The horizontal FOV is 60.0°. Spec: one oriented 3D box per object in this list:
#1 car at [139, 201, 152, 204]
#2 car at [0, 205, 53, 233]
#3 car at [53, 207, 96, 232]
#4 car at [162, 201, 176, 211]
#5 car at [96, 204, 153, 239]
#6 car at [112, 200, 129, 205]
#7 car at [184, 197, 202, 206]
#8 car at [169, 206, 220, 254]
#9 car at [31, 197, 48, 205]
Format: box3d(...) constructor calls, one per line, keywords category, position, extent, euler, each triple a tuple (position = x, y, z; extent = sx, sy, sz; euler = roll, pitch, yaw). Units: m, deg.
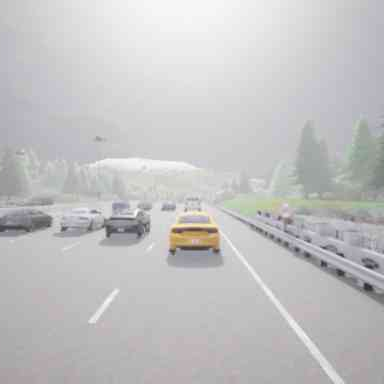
box3d(category="car", position=(-6.906, 2.031, 48.970), extent=(1.994, 1.385, 4.181), euler=(0, -1, 0))
box3d(category="car", position=(-10.403, 1.736, 21.048), extent=(1.994, 1.385, 4.181), euler=(0, -1, 0))
box3d(category="car", position=(-6.901, 1.701, 21.366), extent=(1.812, 1.442, 4.674), euler=(0, -1, 0))
box3d(category="car", position=(-3.405, 2.040, 50.052), extent=(1.994, 1.385, 4.181), euler=(0, -1, 0))
box3d(category="car", position=(-3.403, 1.636, 18.377), extent=(2.128, 1.511, 4.902), euler=(0, -1, 0))
box3d(category="car", position=(-10.406, 1.945, 49.005), extent=(1.882, 1.535, 5.008), euler=(0, -1, 0))
box3d(category="car", position=(0.094, 1.636, 44.321), extent=(2.150, 2.045, 5.566), euler=(0, -1, 0))
box3d(category="car", position=(0.097, 1.577, 14.065), extent=(1.882, 1.535, 5.008), euler=(0, -1, 0))
box3d(category="car", position=(-21.064, 1.657, 45.977), extent=(2.150, 2.045, 5.566), euler=(0, -1, 0))
